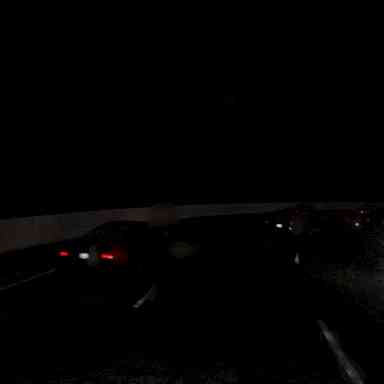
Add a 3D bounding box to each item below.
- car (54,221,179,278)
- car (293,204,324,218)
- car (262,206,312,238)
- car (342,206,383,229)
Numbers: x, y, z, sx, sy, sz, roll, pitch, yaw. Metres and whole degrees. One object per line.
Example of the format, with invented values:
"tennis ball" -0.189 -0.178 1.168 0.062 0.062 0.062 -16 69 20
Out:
"car" -1.997 1.629 10.520 2.033 1.411 5.357 0 -1 14
"car" 11.290 1.928 33.547 5.357 1.411 2.033 1 -1 -44
"car" 5.524 1.778 19.431 1.994 1.385 4.181 0 0 27
"car" 12.423 1.904 24.073 1.895 1.301 4.718 0 -1 37
